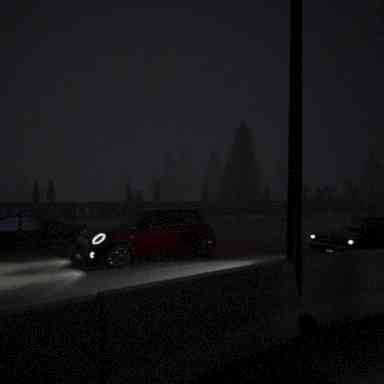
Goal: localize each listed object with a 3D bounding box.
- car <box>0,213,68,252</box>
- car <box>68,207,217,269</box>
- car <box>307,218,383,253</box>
[{"bbox_3d":[-6.489,1.507,12.116,5.357,1.411,2.033,0,0,-34],"label":"car"},{"bbox_3d":[-1.466,1.326,11.103,4.553,1.767,2.097,0,0,-32],"label":"car"},{"bbox_3d":[6.341,1.593,11.651,4.718,1.301,1.895,0,0,-28],"label":"car"}]
